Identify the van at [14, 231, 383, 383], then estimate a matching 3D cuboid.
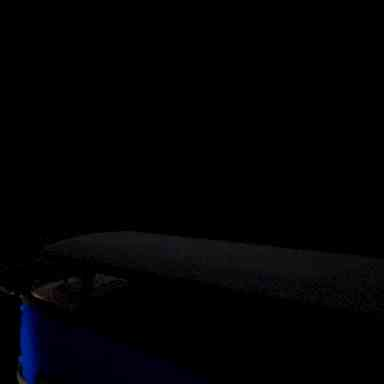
[{"bbox_3d":[0.096,1.332,2.899,3.998,1.788,1.690,0,0,36],"label":"van"}]
